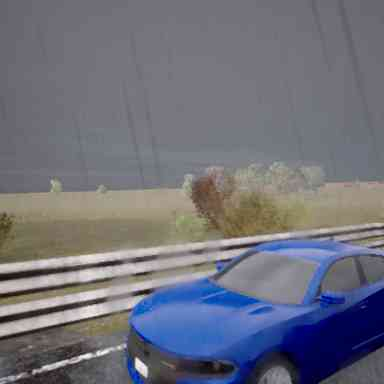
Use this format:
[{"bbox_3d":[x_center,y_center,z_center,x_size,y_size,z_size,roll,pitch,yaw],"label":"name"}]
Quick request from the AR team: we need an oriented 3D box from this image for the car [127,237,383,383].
[{"bbox_3d":[1.533,1.477,4.766,5.008,1.535,1.882,0,0,-35],"label":"car"}]
